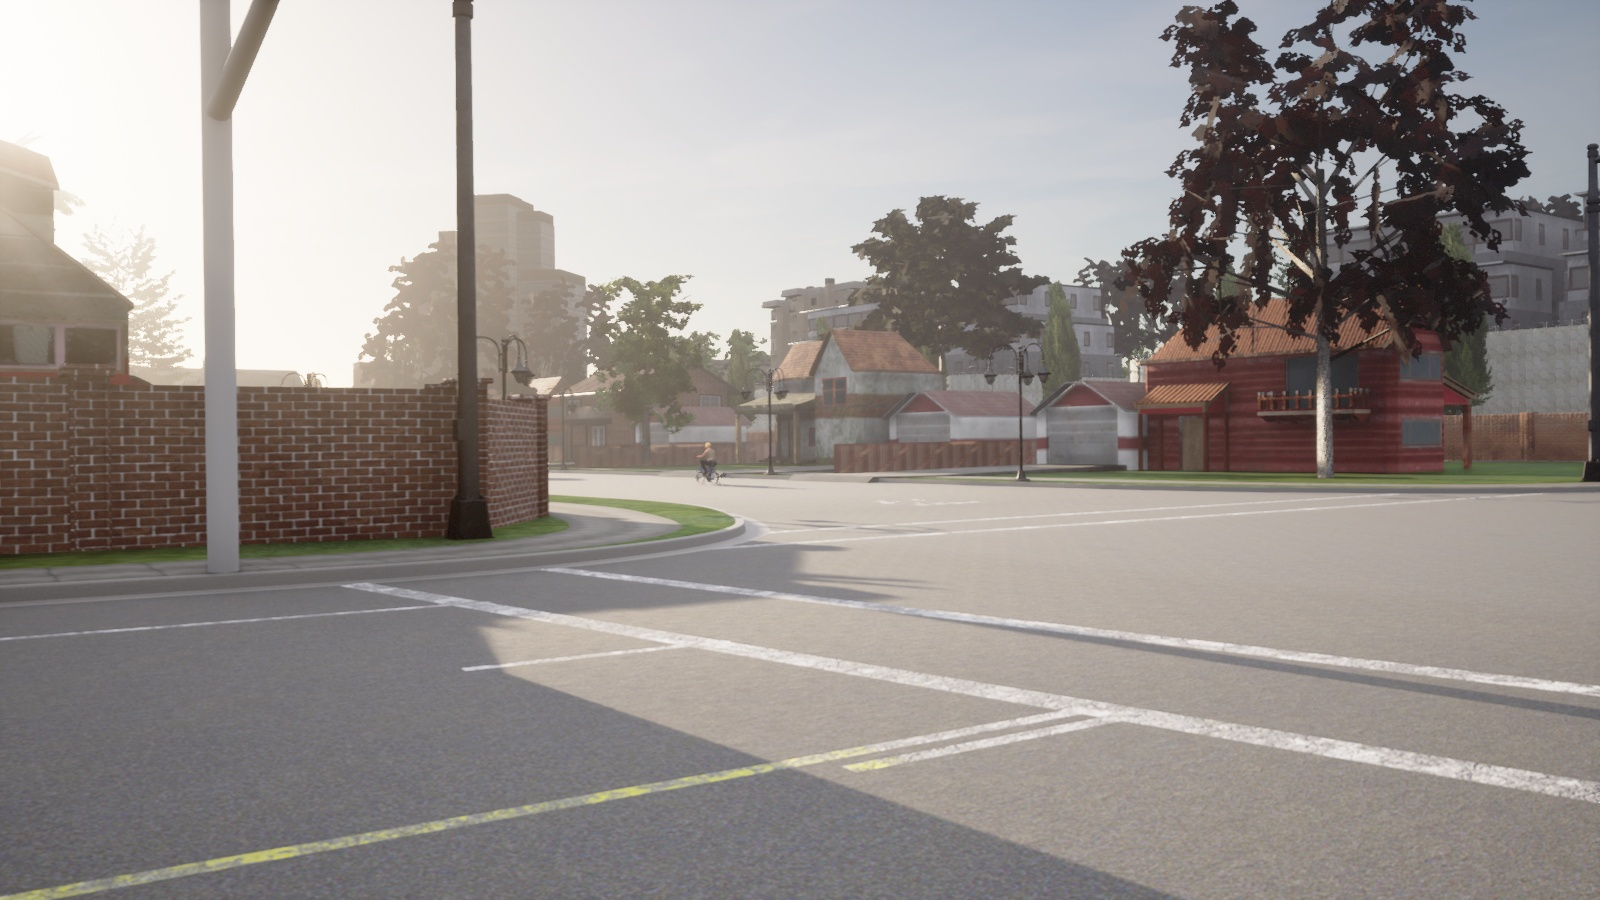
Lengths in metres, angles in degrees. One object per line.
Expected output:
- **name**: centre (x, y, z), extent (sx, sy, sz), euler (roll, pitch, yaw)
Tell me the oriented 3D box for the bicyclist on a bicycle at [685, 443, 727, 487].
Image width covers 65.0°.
- **bicyclist on a bicycle**: centre (-3.548, 0.546, 47.321), extent (0.866, 1.612, 1.509), euler (-1, 0, -36)
